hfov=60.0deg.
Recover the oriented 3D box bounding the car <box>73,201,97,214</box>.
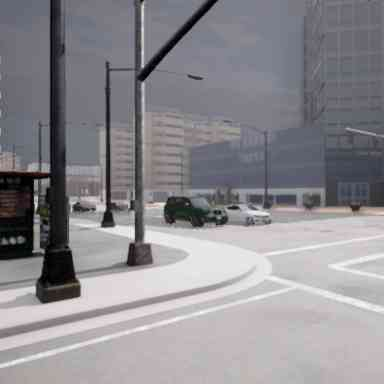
[{"bbox_3d":[-13.713,1.932,42.334,1.837,1.490,4.892,0,-1,-36],"label":"car"}]

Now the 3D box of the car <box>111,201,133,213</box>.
[{"bbox_3d":[-9.181,1.898,42.023,1.812,1.442,4.674,0,-1,-36],"label":"car"}]

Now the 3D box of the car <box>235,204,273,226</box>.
[{"bbox_3d":[3.691,1.598,24.170,1.812,1.442,4.674,0,0,-35],"label":"car"}]

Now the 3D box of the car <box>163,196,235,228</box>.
[{"bbox_3d":[0.087,1.316,23.201,2.150,2.045,5.566,0,0,-36],"label":"car"}]
